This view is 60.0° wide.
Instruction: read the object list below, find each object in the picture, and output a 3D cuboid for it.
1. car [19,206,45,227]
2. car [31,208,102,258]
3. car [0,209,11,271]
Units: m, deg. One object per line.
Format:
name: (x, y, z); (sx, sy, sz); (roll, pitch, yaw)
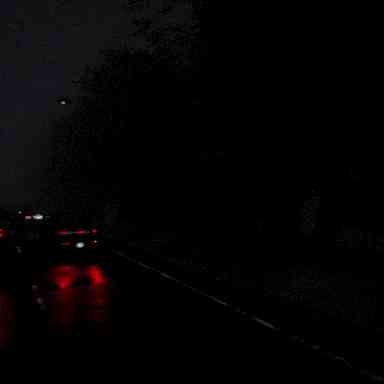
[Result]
car: (-11.550, 1.743, 24.473); (2.033, 1.411, 5.357); (0, -1, -30)
car: (-5.011, 1.602, 13.404); (2.128, 1.511, 4.902); (0, -1, -30)
car: (-7.222, 1.306, 10.733); (2.150, 2.045, 5.566); (0, 0, -30)
